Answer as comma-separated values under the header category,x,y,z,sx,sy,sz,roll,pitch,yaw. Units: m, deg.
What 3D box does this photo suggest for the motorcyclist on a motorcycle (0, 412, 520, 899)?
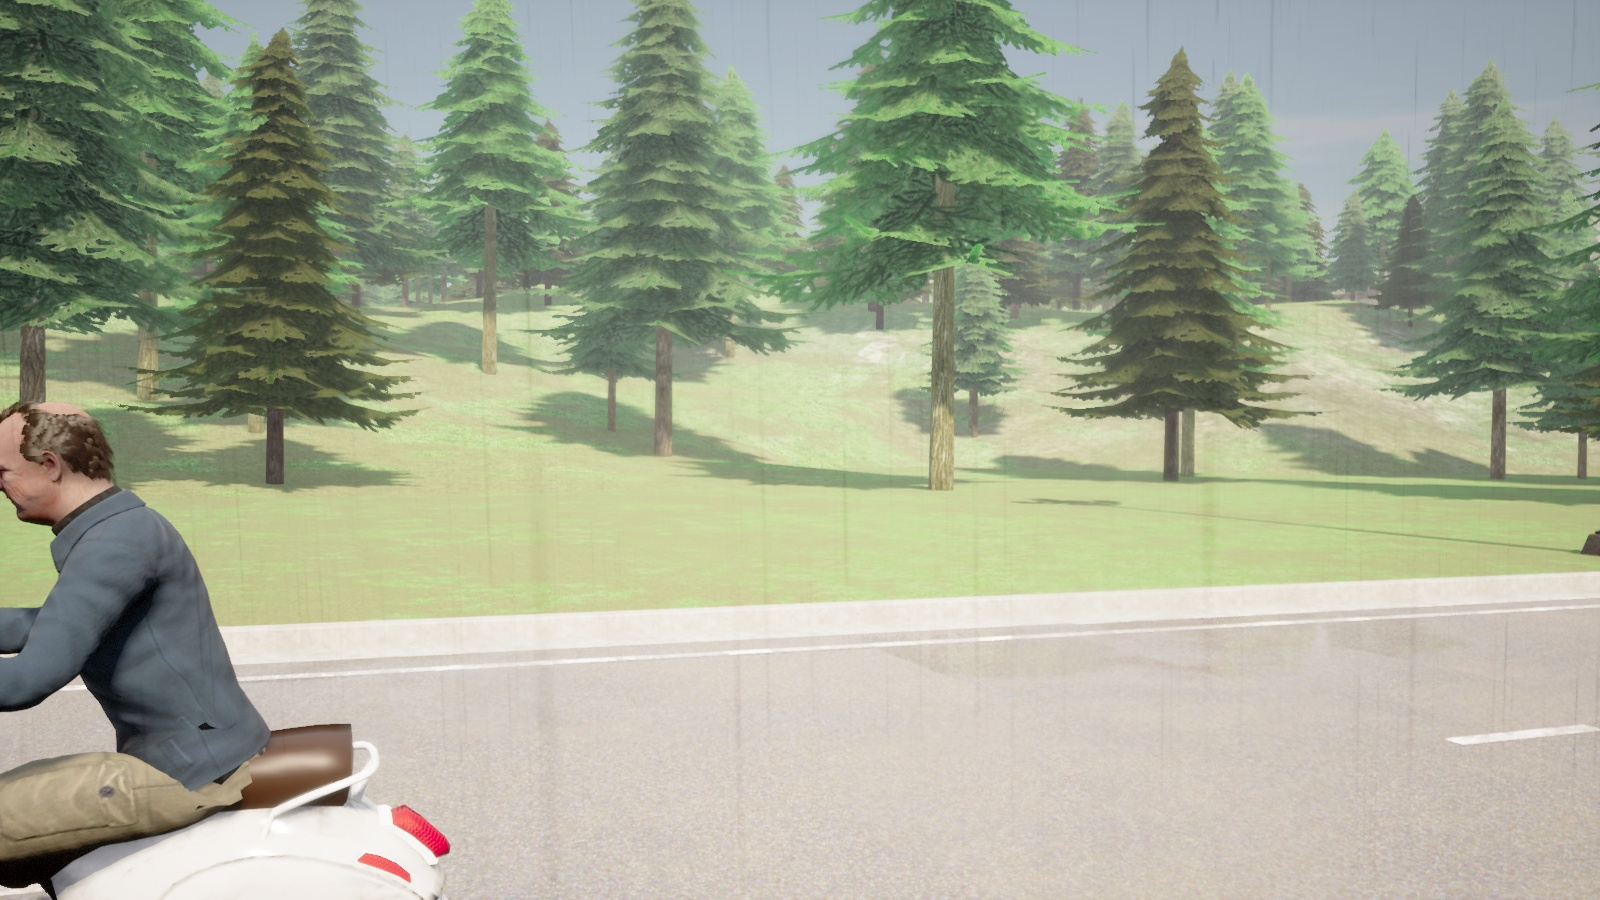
category,x,y,z,sx,sy,sz,roll,pitch,yaw
motorcyclist on a motorcycle,-1.576,0.726,2.639,1.817,1.590,0.866,-1,1,-21
